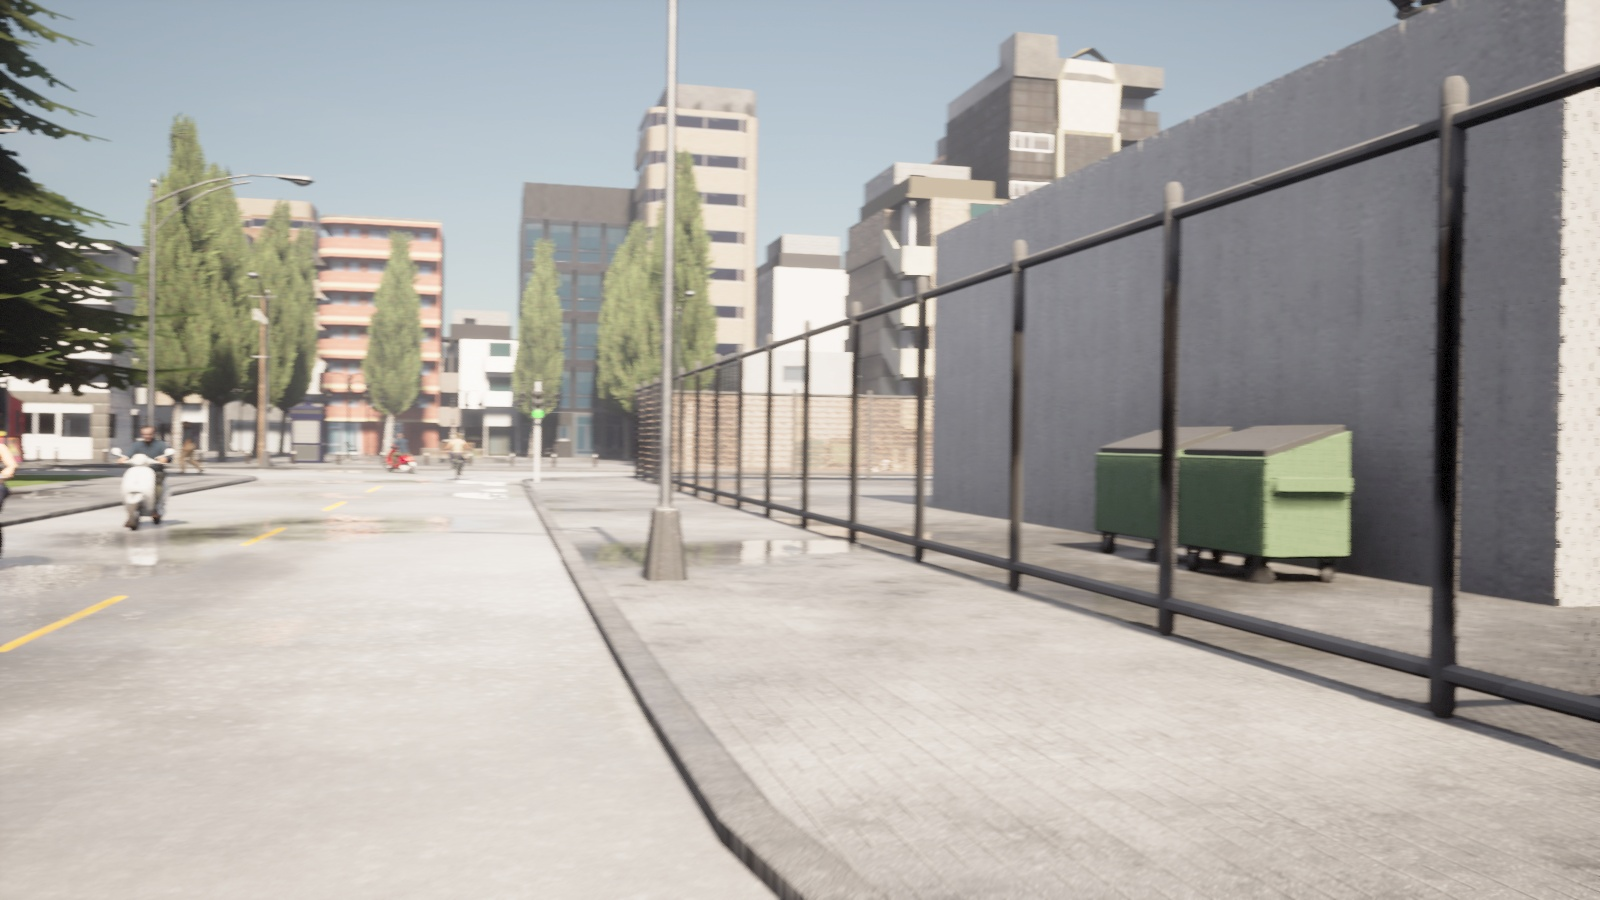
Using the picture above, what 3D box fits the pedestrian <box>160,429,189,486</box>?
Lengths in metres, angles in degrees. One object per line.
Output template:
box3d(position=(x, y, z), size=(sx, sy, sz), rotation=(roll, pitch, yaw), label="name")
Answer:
box3d(position=(-20.270, 0.244, 40.694), size=(0.694, 1.848, 0.540), rotation=(0, 0, -11), label="pedestrian")

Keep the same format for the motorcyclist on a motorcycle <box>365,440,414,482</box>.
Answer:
box3d(position=(-16.199, 0.417, 49.491), size=(1.817, 1.590, 0.866), rotation=(0, 3, 36), label="motorcyclist on a motorcycle")

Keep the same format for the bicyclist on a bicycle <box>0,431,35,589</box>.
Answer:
box3d(position=(-8.647, 0.615, 12.968), size=(0.866, 1.612, 1.509), rotation=(0, 0, -14), label="bicyclist on a bicycle")

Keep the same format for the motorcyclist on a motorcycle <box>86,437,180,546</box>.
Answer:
box3d(position=(-10.234, 0.596, 19.340), size=(0.866, 1.590, 1.817), rotation=(0, 0, -14), label="motorcyclist on a motorcycle")
